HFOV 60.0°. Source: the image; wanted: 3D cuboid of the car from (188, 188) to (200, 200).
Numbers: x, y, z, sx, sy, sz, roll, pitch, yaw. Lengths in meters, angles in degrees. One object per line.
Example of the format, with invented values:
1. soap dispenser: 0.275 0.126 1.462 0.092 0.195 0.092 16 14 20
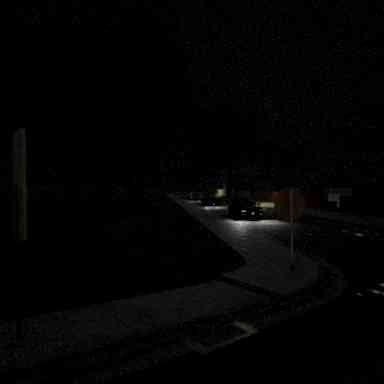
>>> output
1. car: 0.504 0.396 59.519 2.150 2.045 5.566 -1 1 -6

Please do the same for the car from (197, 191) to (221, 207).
1. car: 2.292 1.017 41.640 2.033 1.411 5.357 -1 1 -6

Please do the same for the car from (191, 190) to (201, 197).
1. car: 0.961 0.296 81.492 1.812 1.442 4.674 -1 1 -6

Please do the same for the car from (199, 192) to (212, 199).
1. car: 2.632 0.658 65.625 1.895 1.301 4.718 -1 1 -6

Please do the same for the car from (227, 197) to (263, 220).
1. car: 3.988 1.209 25.487 1.837 1.490 4.892 -1 1 -6
